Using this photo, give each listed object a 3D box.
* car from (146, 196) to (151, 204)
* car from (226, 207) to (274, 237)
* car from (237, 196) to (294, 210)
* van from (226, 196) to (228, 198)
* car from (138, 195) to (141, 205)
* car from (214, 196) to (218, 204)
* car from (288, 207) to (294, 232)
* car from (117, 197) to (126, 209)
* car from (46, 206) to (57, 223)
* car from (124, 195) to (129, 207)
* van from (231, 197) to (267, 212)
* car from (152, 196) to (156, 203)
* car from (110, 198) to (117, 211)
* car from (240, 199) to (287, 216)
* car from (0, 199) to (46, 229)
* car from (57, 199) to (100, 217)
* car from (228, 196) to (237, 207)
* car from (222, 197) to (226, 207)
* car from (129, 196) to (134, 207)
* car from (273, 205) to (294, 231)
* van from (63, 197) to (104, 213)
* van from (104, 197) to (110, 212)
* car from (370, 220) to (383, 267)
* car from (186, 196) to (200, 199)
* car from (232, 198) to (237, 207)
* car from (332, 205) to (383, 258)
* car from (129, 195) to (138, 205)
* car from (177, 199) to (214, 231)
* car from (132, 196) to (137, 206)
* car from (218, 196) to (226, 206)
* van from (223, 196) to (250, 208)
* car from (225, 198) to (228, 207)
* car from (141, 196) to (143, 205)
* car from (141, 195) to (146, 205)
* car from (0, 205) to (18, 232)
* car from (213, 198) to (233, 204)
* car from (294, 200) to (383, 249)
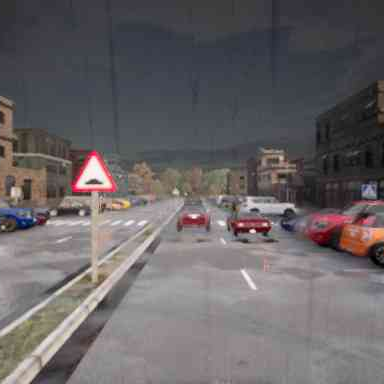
[{"bbox_3d":[-12.492,1.779,73.535,5.566,2.045,2.435,0,-1,0],"label":"car"},{"bbox_3d":[3.102,1.759,19.279,1.895,1.301,4.718,0,-1,0],"label":"car"},{"bbox_3d":[7.686,1.516,33.434,5.566,2.045,2.435,0,0,0],"label":"car"},{"bbox_3d":[7.784,1.646,49.982,4.442,1.987,1.878,0,0,0],"label":"van"},{"bbox_3d":[-12.504,1.807,62.418,4.553,1.767,2.185,0,0,0],"label":"car"},{"bbox_3d":[7.704,1.738,66.525,5.566,2.045,2.435,0,0,0],"label":"car"},{"bbox_3d":[7.651,1.677,16.886,4.674,1.452,2.002,0,-1,0],"label":"car"},{"bbox_3d":[-12.372,1.812,45.742,5.366,1.575,1.946,0,0,0],"label":"car"},{"bbox_3d":[-12.557,1.688,23.507,4.792,1.488,2.163,0,0,0],"label":"car"},{"bbox_3d":[-12.581,1.726,51.302,4.553,1.767,2.185,0,0,0],"label":"car"},{"bbox_3d":[7.548,1.613,44.466,4.442,1.987,1.878,0,0,0],"label":"van"},{"bbox_3d":[-12.481,1.865,81.870,5.566,2.045,2.435,0,-1,0],"label":"car"},{"bbox_3d":[-12.563,1.837,42.963,4.674,1.452,2.002,0,0,0],"label":"car"},{"bbox_3d":[7.690,1.660,36.068,4.553,1.767,2.185,0,0,0],"label":"car"},{"bbox_3d":[-12.562,1.387,20.729,5.566,2.045,2.435,0,0,0],"label":"car"},{"bbox_3d":[-12.565,1.741,34.625,4.892,1.521,2.231,0,0,0],"label":"car"},{"bbox_3d":[7.691,1.570,41.708,5.566,2.045,2.435,0,0,0],"label":"car"},{"bbox_3d":[7.666,1.929,52.737,4.674,1.452,2.002,0,0,0],"label":"car"},{"bbox_3d":[-12.542,1.871,54.082,5.008,1.535,2.097,0,0,0],"label":"car"},{"bbox_3d":[7.621,1.690,19.644,4.792,1.488,2.163,0,0,0],"label":"car"},{"bbox_3d":[-12.685,1.533,37.406,4.442,1.987,1.878,0,0,0],"label":"van"},{"bbox_3d":[-12.681,1.552,40.185,4.442,1.987,1.878,0,0,0],"label":"van"},{"bbox_3d":[7.642,1.602,8.743,4.674,1.452,2.002,0,-1,0],"label":"car"},{"bbox_3d":[0.124,1.556,40.740,2.150,2.045,5.566,0,0,0],"label":"car"},{"bbox_3d":[7.656,1.803,38.824,5.008,1.535,2.097,0,0,0],"label":"car"},{"bbox_3d":[7.615,1.461,11.372,4.553,1.767,2.185,0,-1,0],"label":"car"},{"bbox_3d":[-12.507,1.785,59.637,4.553,1.767,2.185,0,0,0],"label":"car"},{"bbox_3d":[0.116,1.554,22.181,2.097,1.767,4.553,0,0,0],"label":"car"},{"bbox_3d":[-12.548,1.891,56.859,4.892,1.521,2.231,0,0,0],"label":"car"},{"bbox_3d":[7.485,1.905,55.494,5.366,1.575,1.946,0,0,0],"label":"car"},{"bbox_3d":[7.788,1.700,58.254,4.442,1.987,1.878,0,0,0],"label":"van"},{"bbox_3d":[7.671,1.855,47.222,5.008,1.535,2.097,0,0,0],"label":"car"},{"bbox_3d":[-12.529,1.995,65.196,4.674,1.452,2.002,0,0,0],"label":"car"},{"bbox_3d":[-12.521,1.981,67.975,4.892,1.521,2.231,0,-1,0],"label":"car"},{"bbox_3d":[-12.588,1.617,17.948,4.892,1.521,2.231,0,0,0],"label":"car"},{"bbox_3d":[7.682,2.185,83.065,4.674,1.452,2.002,0,-1,0],"label":"car"},{"bbox_3d":[7.619,1.360,14.130,5.566,2.045,2.435,0,-1,0],"label":"car"}]
